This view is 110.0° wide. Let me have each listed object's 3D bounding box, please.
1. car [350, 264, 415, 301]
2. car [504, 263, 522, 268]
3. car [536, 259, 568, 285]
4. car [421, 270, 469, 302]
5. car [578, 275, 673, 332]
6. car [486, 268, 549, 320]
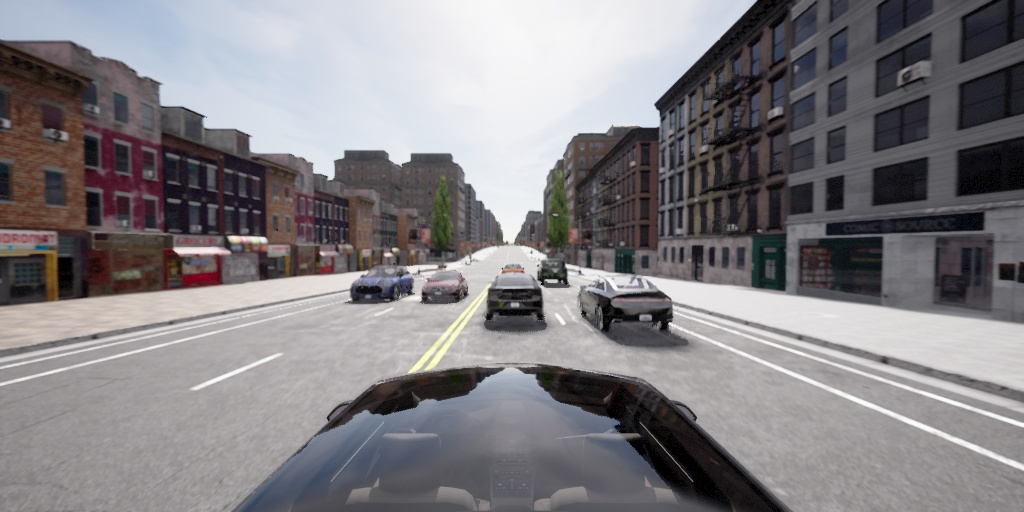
[{"bbox_3d":[-6.605,1.299,18.714,2.097,1.767,4.553,0,-1,0],"label":"car"},{"bbox_3d":[0.085,1.448,32.402,2.097,1.767,4.553,0,-1,0],"label":"car"},{"bbox_3d":[3.334,1.295,30.258,2.150,2.045,5.566,0,-1,0],"label":"car"},{"bbox_3d":[-3.356,1.472,18.650,1.812,1.442,4.674,0,-1,0],"label":"car"},{"bbox_3d":[3.344,1.356,11.392,2.128,1.511,4.902,0,-1,0],"label":"car"},{"bbox_3d":[0.095,1.365,13.400,1.882,1.535,5.008,0,-1,0],"label":"car"}]
